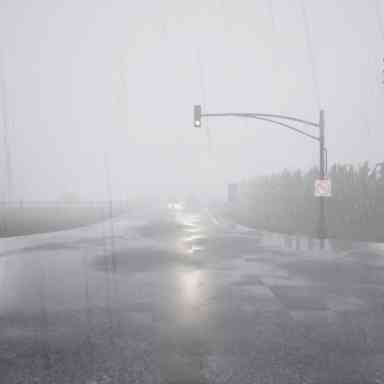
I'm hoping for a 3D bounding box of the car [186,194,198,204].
[{"bbox_3d":[0.016,1.529,59.329,1.895,1.301,4.718,0,0,0],"label":"car"}]

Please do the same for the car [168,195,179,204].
[{"bbox_3d":[-3.483,1.409,63.478,2.128,1.511,4.902,0,0,0],"label":"car"}]
